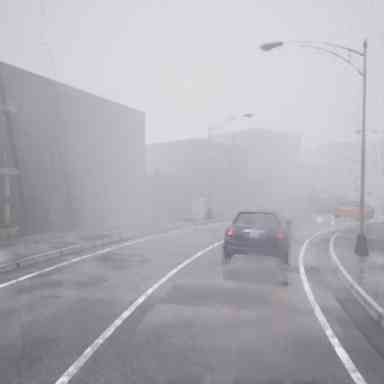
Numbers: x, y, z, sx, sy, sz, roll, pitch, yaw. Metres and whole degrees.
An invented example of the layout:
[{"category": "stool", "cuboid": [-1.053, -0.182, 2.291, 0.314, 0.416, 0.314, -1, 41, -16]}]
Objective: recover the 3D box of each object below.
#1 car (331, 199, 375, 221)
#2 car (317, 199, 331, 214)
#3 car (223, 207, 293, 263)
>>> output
[{"category": "car", "cuboid": [14.919, 1.580, 30.339, 4.553, 1.767, 2.097, 1, 1, -44]}, {"category": "car", "cuboid": [15.499, 1.553, 35.889, 4.553, 1.767, 2.097, 1, 1, -40]}, {"category": "car", "cuboid": [2.635, 1.387, 12.530, 2.097, 1.767, 4.553, 1, 0, 18]}]
